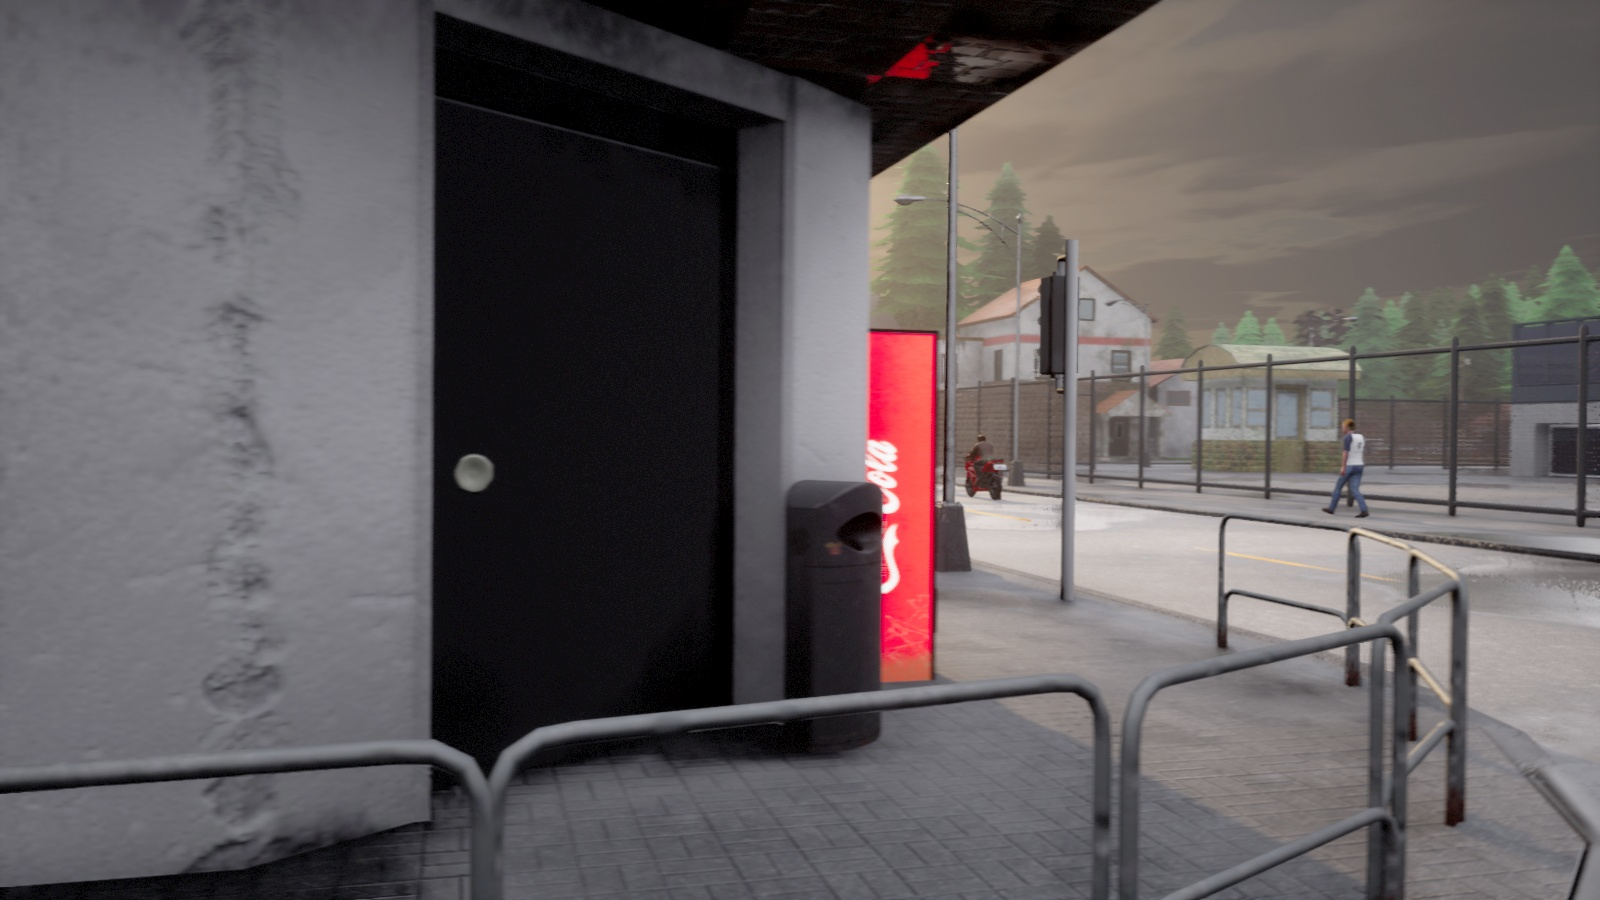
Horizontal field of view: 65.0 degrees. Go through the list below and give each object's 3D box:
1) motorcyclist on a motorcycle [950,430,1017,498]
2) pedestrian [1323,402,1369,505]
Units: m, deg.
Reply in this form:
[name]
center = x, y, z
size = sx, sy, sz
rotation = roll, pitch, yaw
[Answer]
[motorcyclist on a motorcycle]
center = 4.244, 0.294, 29.232
size = 0.797, 1.523, 2.044
rotation = -1, 1, -15
[pedestrian]
center = 9.847, 0.057, 22.653
size = 0.354, 1.836, 0.706
rotation = -1, 1, -26
